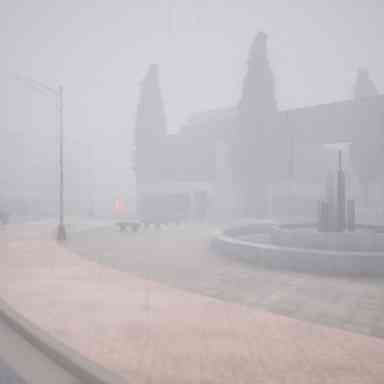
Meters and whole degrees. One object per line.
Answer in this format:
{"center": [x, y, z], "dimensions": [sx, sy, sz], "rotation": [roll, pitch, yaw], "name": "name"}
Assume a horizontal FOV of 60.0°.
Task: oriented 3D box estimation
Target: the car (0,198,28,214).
{"center": [-22.385, 1.746, 40.104], "dimensions": [2.150, 2.045, 5.566], "rotation": [-1, -1, 12], "name": "car"}

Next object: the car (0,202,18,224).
{"center": [-15.601, 1.832, 25.514], "dimensions": [2.128, 1.511, 4.902], "rotation": [0, -1, -10], "name": "car"}
